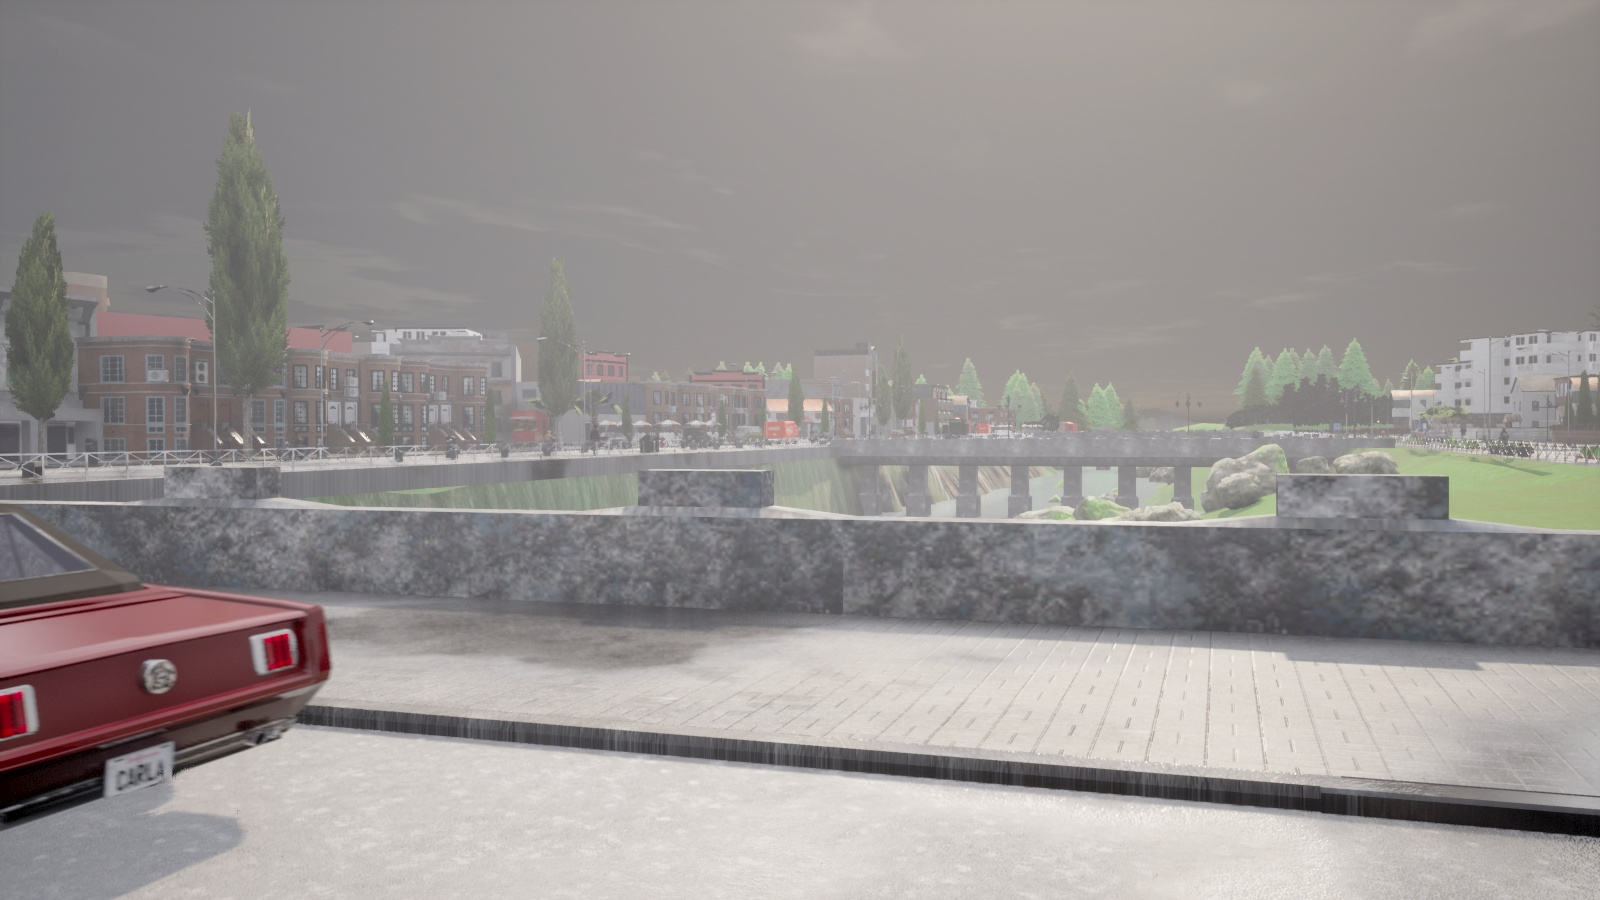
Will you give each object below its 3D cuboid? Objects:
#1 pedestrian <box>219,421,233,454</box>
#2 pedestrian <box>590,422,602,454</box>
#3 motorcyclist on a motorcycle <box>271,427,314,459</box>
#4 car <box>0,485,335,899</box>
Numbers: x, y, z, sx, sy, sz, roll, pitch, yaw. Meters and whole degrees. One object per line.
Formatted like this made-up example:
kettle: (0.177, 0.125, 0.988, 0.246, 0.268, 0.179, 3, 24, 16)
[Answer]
pedestrian: (-32.150, -0.711, 70.385, 0.328, 1.805, 0.869, 0, 1, 4)
pedestrian: (-11.785, -0.670, 72.568, 0.431, 1.840, 0.703, 0, 1, 17)
motorcyclist on a motorcycle: (-26.917, -0.391, 66.614, 0.766, 1.649, 2.350, 1, 1, 19)
car: (-4.534, 0.826, 5.247, 4.718, 1.301, 1.895, 1, 1, 19)
